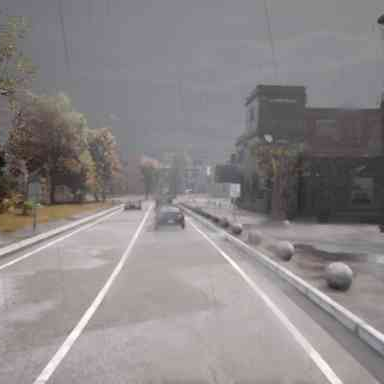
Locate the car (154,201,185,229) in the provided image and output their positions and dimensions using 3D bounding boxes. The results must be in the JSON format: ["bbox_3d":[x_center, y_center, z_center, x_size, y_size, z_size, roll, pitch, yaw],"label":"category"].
[{"bbox_3d":[-1.465,1.528,21.499,1.812,1.442,4.674,0,0,-6],"label":"car"}]

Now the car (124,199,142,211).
[{"bbox_3d":[-7.029,1.574,40.101,1.994,1.385,4.181,0,0,-6],"label":"car"}]

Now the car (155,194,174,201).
[{"bbox_3d":[-3.522,1.227,42.219,2.150,2.045,5.566,0,0,-5],"label":"car"}]
